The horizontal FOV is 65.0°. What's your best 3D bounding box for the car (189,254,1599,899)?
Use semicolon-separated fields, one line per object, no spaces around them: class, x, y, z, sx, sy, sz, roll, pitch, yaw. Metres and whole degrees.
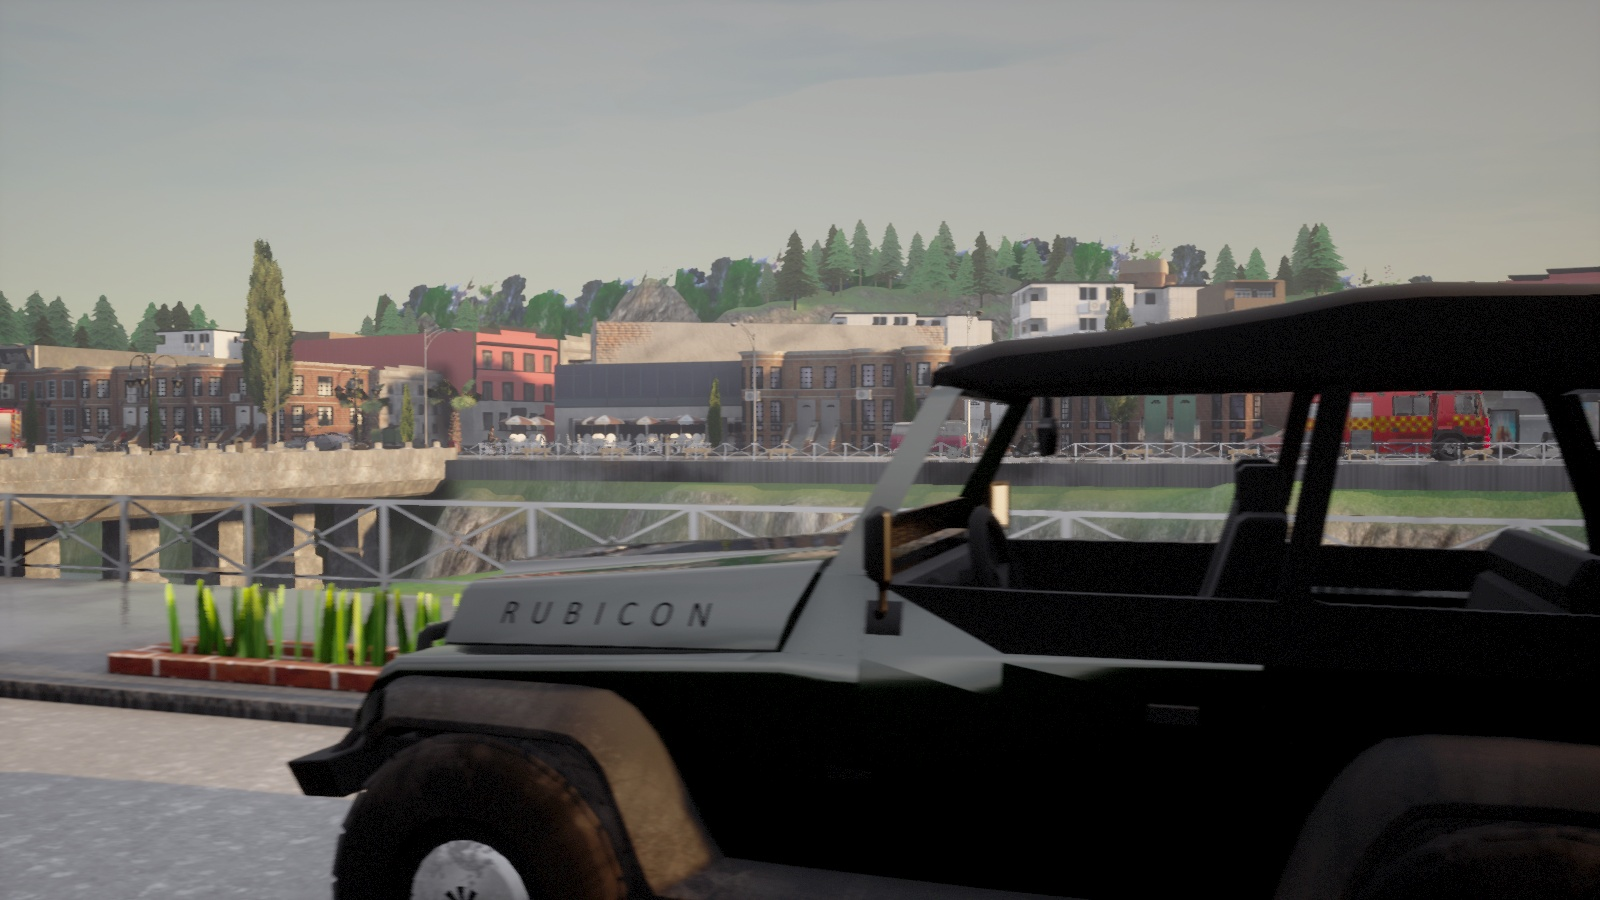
car;0.563;0.568;3.529;3.866;1.878;1.905;1;1;19

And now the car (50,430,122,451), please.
car;-48.357;-0.654;85.057;4.181;1.385;1.994;1;1;19

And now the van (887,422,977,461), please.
van;6.977;-0.459;66.454;4.442;1.987;1.775;1;1;19

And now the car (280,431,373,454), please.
car;-29.689;-0.499;78.782;5.357;1.411;2.033;1;1;19

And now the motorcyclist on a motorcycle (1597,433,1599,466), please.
motorcyclist on a motorcycle;39.154;-0.031;59.860;1.817;1.590;0.866;1;1;19
